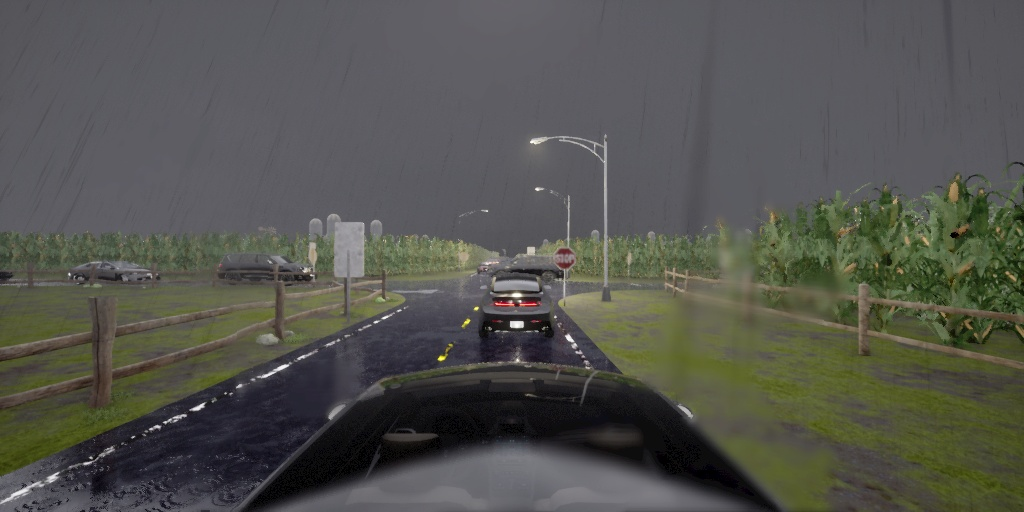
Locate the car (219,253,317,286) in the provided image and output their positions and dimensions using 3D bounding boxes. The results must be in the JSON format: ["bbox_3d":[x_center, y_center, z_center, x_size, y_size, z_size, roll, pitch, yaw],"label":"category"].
[{"bbox_3d":[-15.823,0.870,23.357,5.566,2.045,2.150,0,-1,0],"label":"car"}]

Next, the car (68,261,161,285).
[{"bbox_3d":[-25.873,1.086,23.452,4.902,1.511,2.128,0,-1,1],"label":"car"}]

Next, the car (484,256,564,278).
[{"bbox_3d":[1.051,0.986,26.082,5.566,2.045,2.150,0,0,1],"label":"car"}]

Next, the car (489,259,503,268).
[{"bbox_3d":[-2.729,1.216,61.327,2.128,1.511,4.902,0,0,0],"label":"car"}]

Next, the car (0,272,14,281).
[{"bbox_3d":[-36.151,1.143,23.575,4.718,1.301,1.895,0,-1,1],"label":"car"}]

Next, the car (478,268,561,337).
[{"bbox_3d":[0.111,1.256,10.283,1.837,1.490,4.892,0,0,0],"label":"car"}]

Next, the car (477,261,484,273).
[{"bbox_3d":[-2.786,1.304,40.928,1.994,1.385,4.181,0,0,0],"label":"car"}]

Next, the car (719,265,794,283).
[{"bbox_3d":[17.645,1.380,25.898,4.902,1.511,2.128,0,-1,1],"label":"car"}]

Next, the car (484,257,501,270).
[{"bbox_3d":[-2.757,1.086,51.018,2.097,1.767,4.553,0,0,0],"label":"car"}]
